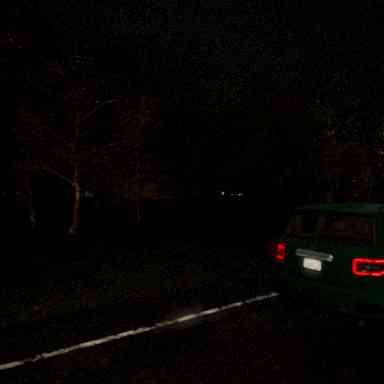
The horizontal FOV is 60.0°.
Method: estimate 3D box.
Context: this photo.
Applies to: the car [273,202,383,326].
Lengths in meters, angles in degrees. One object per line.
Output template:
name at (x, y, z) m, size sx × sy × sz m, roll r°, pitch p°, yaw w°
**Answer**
car at (4.069, 1.223, 6.774) m, size 5.566 × 2.045 × 2.150 m, roll 0°, pitch 0°, yaw -36°
